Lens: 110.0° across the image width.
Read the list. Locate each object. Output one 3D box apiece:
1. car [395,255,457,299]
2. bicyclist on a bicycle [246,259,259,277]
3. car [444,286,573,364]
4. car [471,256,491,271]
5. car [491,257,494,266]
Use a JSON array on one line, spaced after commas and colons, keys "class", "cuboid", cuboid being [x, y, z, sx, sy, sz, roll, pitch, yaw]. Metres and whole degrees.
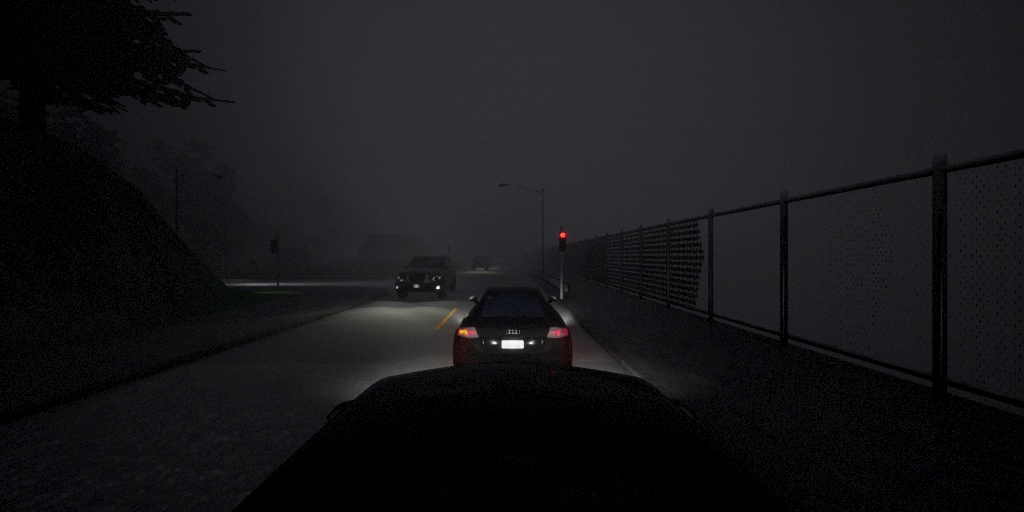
[{"class": "car", "cuboid": [-4.236, 0.971, 18.567, 2.150, 2.045, 5.566, 0, 0, 0]}, {"class": "bicyclist on a bicycle", "cuboid": [-24.050, 1.099, 33.279, 0.582, 1.620, 1.656, 0, 0, 0]}, {"class": "car", "cuboid": [0.018, 1.314, 7.464, 1.994, 1.385, 4.181, 0, 0, 0]}, {"class": "car", "cuboid": [-4.494, 0.972, 50.597, 2.150, 2.045, 5.566, 0, 0, 0]}, {"class": "car", "cuboid": [-4.558, 1.275, 60.798, 1.812, 1.442, 4.674, 0, 0, 0]}]
